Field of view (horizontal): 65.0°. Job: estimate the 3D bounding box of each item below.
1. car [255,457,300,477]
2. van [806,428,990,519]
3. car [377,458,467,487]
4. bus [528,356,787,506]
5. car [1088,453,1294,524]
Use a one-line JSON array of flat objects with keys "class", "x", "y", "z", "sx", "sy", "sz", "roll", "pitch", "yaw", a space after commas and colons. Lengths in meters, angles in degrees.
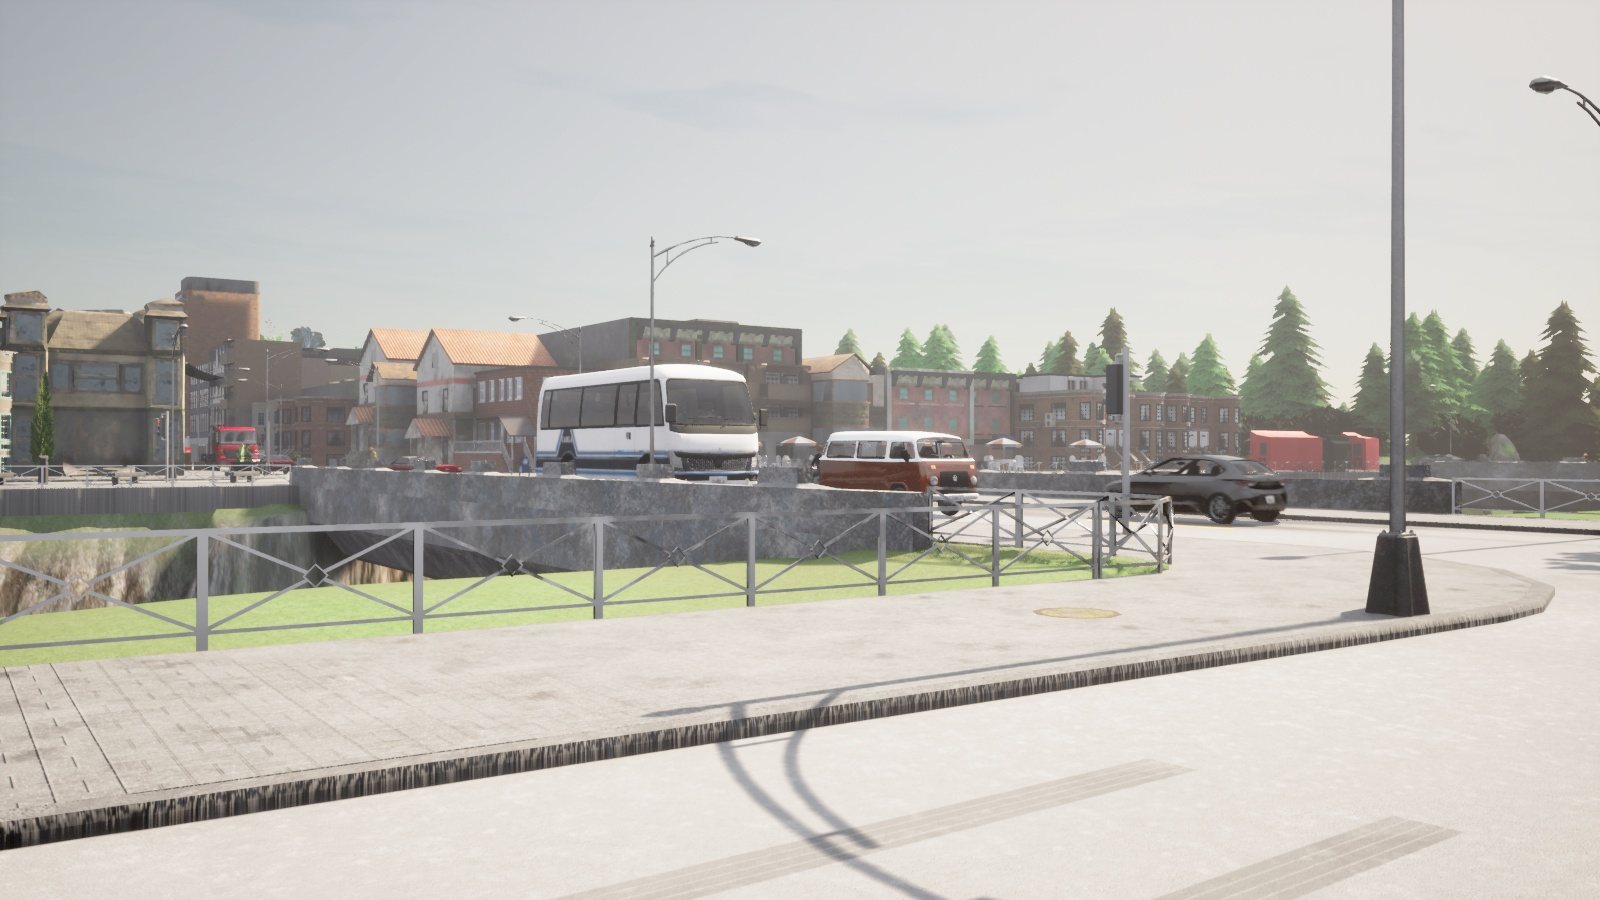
[{"class": "car", "x": -34.913, "y": 1.124, "z": 83.837, "sx": 1.895, "sy": 1.301, "sz": 4.718, "roll": 0, "pitch": 0, "yaw": -34}, {"class": "van", "x": 2.286, "y": 0.538, "z": 30.458, "sx": 2.069, "sy": 2.038, "sz": 4.480, "roll": 0, "pitch": 0, "yaw": -35}, {"class": "car", "x": -17.873, "y": 1.028, "z": 59.297, "sx": 4.718, "sy": 1.301, "sz": 1.895, "roll": 0, "pitch": 0, "yaw": 42}, {"class": "bus", "x": -4.950, "y": -0.521, "z": 40.841, "sx": 3.944, "sy": 4.253, "sz": 10.273, "roll": 0, "pitch": 0, "yaw": -35}, {"class": "car", "x": 8.703, "y": 0.809, "z": 28.257, "sx": 1.816, "sy": 1.474, "sz": 4.193, "roll": 0, "pitch": 0, "yaw": -35}]
